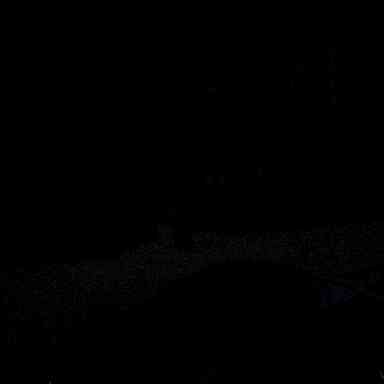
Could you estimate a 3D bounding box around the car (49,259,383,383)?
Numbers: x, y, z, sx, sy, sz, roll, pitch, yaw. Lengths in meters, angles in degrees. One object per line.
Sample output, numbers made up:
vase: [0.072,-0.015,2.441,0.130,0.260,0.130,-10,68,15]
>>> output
car: [0.631,1.564,3.830,4.181,1.385,1.994,0,0,-36]
